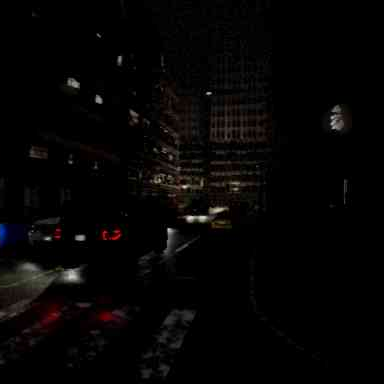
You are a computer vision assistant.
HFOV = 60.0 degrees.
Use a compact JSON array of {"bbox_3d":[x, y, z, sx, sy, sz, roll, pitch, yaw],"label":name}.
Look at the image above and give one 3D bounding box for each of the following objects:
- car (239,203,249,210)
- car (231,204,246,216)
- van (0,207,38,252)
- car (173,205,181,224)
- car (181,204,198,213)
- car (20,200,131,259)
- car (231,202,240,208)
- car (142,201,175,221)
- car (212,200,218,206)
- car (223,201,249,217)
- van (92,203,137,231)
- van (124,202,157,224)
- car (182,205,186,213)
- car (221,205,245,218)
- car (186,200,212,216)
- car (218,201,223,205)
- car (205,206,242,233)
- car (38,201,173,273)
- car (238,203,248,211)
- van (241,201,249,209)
[{"bbox_3d":[10.508,2.872,67.183,1.752,1.417,4.829,0,-1,11],"label":"car"},{"bbox_3d":[6.387,2.392,45.007,1.752,1.417,4.829,1,-1,11],"label":"car"},{"bbox_3d":[-7.570,1.474,13.017,1.690,1.788,3.998,1,-1,11],"label":"van"},{"bbox_3d":[-2.472,1.950,26.986,1.837,1.490,4.892,0,-1,10],"label":"car"},{"bbox_3d":[-0.362,2.540,51.823,1.802,1.307,4.206,1,-1,11],"label":"car"},{"bbox_3d":[-4.740,1.408,14.793,2.150,2.045,5.566,0,-1,11],"label":"car"},{"bbox_3d":[11.216,3.272,85.482,1.994,1.385,4.181,0,-1,2],"label":"car"},{"bbox_3d":[-3.450,1.917,35.195,2.192,1.841,5.009,1,-1,11],"label":"car"},{"bbox_3d":[3.762,2.755,74.005,2.192,1.841,5.009,0,-1,11],"label":"car"},{"bbox_3d":[5.329,2.060,39.299,2.192,1.841,5.009,1,-1,11],"label":"car"},{"bbox_3d":[-5.510,1.707,24.105,1.690,1.788,3.998,1,-1,11],"label":"van"},{"bbox_3d":[-4.480,1.825,29.650,1.690,1.788,3.998,1,-1,11],"label":"van"},{"bbox_3d":[-2.422,2.302,40.734,1.802,1.307,4.206,1,-1,11],"label":"car"},{"bbox_3d":[3.265,2.053,28.207,1.887,1.381,4.507,1,-1,11],"label":"car"},{"bbox_3d":[0.913,2.048,44.808,2.150,2.045,5.566,0,-1,11],"label":"car"},{"bbox_3d":[7.782,3.211,94.666,4.181,1.385,1.994,0,-1,40],"label":"car"},{"bbox_3d":[2.266,1.919,22.830,1.752,1.417,4.829,1,-1,11],"label":"car"},{"bbox_3d":[-2.469,1.360,11.402,2.150,2.045,5.566,0,-1,10],"label":"car"},{"bbox_3d":[9.477,2.751,61.639,1.752,1.417,4.829,0,-1,11],"label":"car"},{"bbox_3d":[12.539,2.927,78.108,1.690,1.788,3.998,0,-1,11],"label":"van"}]
